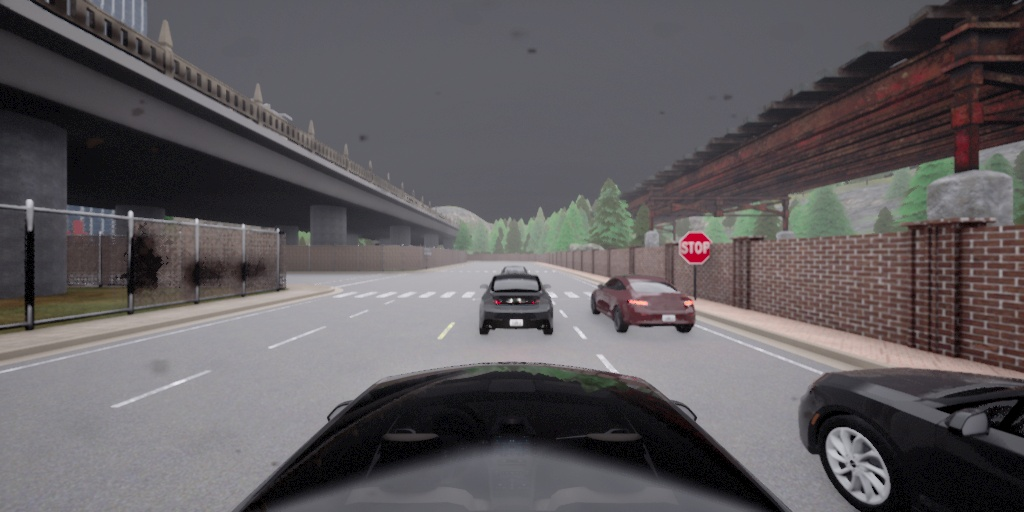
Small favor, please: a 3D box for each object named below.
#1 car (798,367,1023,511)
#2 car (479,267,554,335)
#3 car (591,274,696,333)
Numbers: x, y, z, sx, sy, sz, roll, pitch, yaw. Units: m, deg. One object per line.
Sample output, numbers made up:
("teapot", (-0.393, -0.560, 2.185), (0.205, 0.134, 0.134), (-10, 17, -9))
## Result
("car", (3.600, 1.255, 1.353), (1.837, 1.490, 4.892), (0, 0, 0))
("car", (0.106, 1.241, 10.446), (1.837, 1.490, 4.892), (0, 0, 0))
("car", (3.627, 1.262, 10.572), (1.812, 1.442, 4.674), (0, 0, 0))
